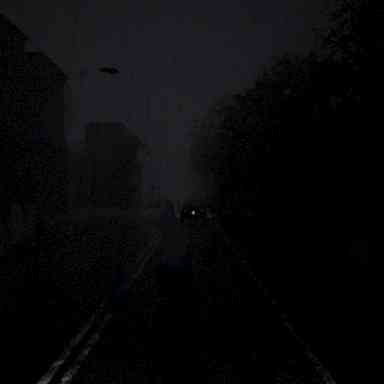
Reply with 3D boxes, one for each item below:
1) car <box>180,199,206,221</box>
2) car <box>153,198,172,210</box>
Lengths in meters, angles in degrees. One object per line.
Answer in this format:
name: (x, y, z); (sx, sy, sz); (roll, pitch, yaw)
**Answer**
car: (0.101, 1.470, 26.096); (1.994, 1.385, 4.181); (0, 0, 0)
car: (-3.382, 1.389, 39.357); (1.994, 1.385, 4.181); (0, 0, 0)
